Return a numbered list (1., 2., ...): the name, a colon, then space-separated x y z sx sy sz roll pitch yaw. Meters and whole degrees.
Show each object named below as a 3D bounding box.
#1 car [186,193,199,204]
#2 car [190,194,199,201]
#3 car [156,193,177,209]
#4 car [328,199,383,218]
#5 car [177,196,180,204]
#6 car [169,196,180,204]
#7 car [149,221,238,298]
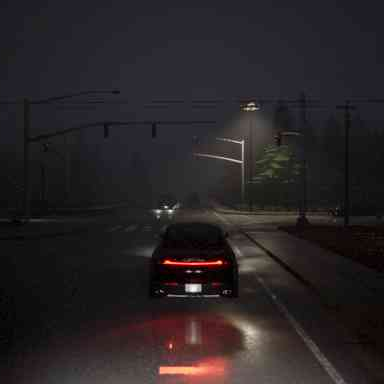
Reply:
1. car: 0.149 1.222 61.382 2.150 2.045 5.566 0 0 1
2. car: 0.574 1.355 80.928 2.097 1.767 4.553 0 0 2
3. car: -3.594 1.221 45.915 2.150 2.045 5.566 0 0 0
4. car: 14.588 1.379 29.638 4.553 1.767 2.097 0 0 1
5. car: -3.561 1.564 55.841 1.994 1.385 4.181 0 0 0
6. car: -3.419 1.504 65.911 1.837 1.490 4.892 0 0 1
7. car: 0.048 1.501 8.502 1.837 1.490 4.892 0 0 1
